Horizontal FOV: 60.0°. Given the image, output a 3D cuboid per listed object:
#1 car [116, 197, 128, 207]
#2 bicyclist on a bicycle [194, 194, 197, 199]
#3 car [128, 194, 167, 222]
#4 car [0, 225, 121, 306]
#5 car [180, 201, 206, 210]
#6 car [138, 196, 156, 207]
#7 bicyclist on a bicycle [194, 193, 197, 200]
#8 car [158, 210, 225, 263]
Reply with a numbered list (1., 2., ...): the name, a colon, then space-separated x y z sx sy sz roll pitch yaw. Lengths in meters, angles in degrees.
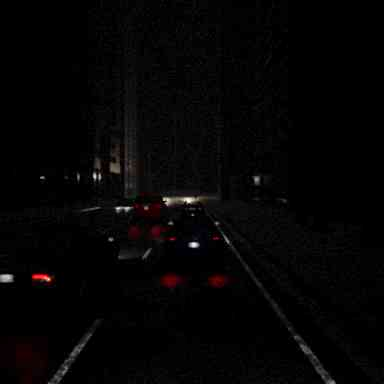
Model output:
1. car: -9.840 1.433 49.367 2.033 1.411 5.357 0 0 0
2. bicyclist on a bicycle: 0.872 1.215 79.434 0.582 1.620 1.656 0 0 0
3. car: -3.191 1.181 25.910 2.150 2.045 5.566 0 0 0
4. car: -3.205 1.536 8.266 2.033 1.411 5.357 0 0 0
5. car: 0.066 1.447 27.025 2.128 1.511 4.902 0 0 0
6. car: -6.591 1.364 49.320 1.882 1.535 5.008 0 0 0
7. bicyclist on a bicycle: 0.870 1.080 88.429 0.659 1.776 1.843 0 1 0
8. car: 0.070 1.546 11.934 1.994 1.385 4.181 0 0 0
